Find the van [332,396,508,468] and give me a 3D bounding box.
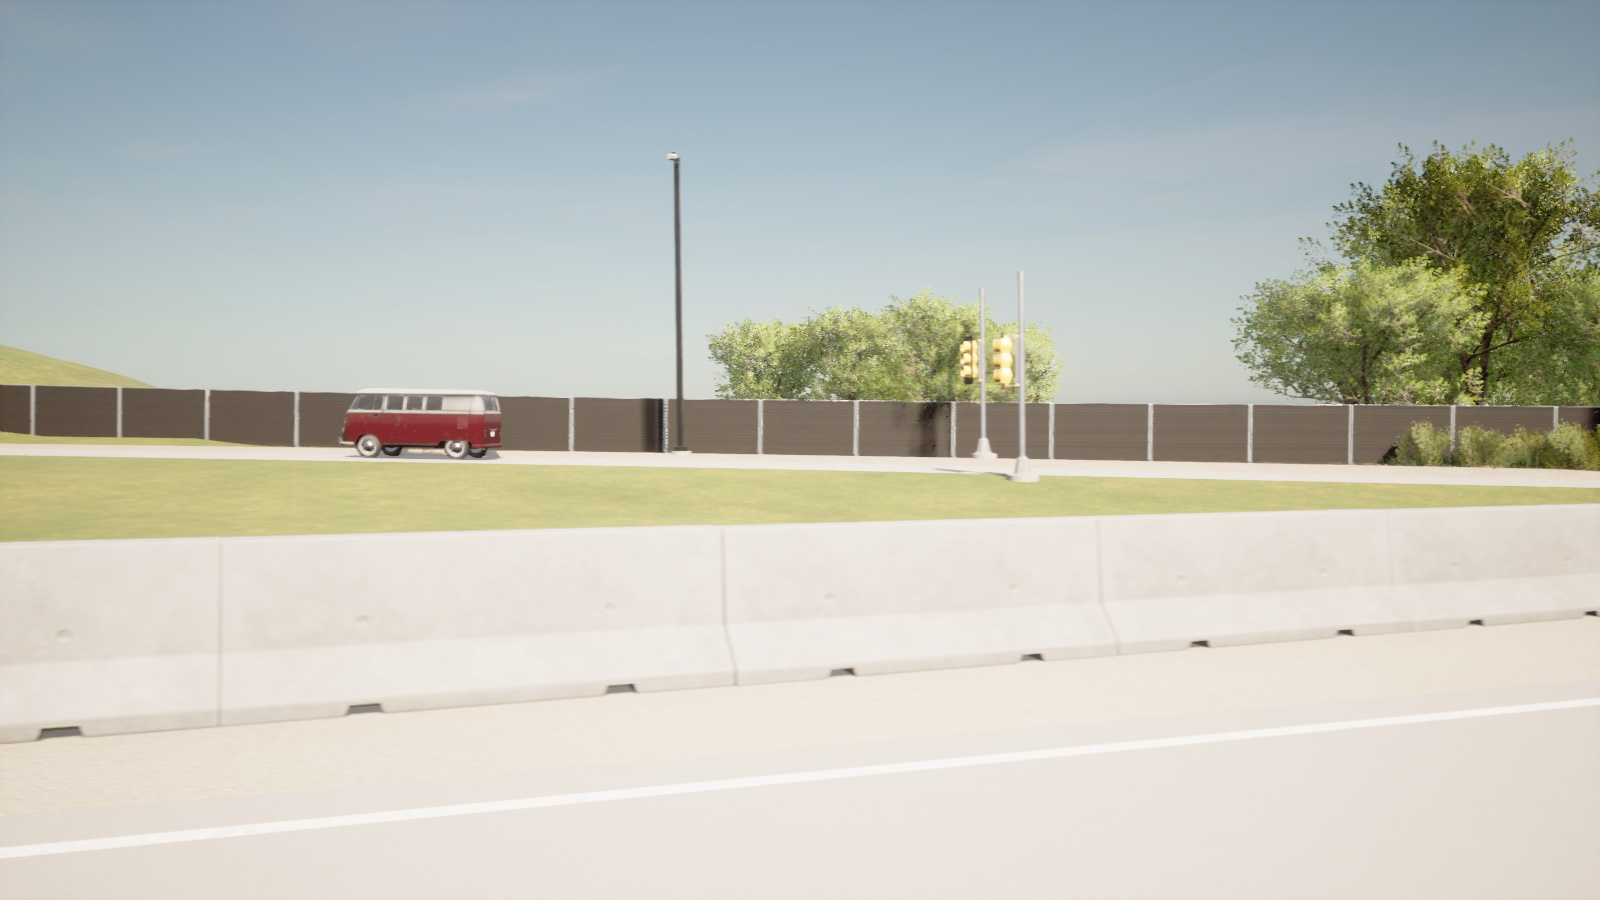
[{"bbox_3d":[-10.775,-0.519,35.765,4.442,1.987,1.775,0,2,6],"label":"van"}]
